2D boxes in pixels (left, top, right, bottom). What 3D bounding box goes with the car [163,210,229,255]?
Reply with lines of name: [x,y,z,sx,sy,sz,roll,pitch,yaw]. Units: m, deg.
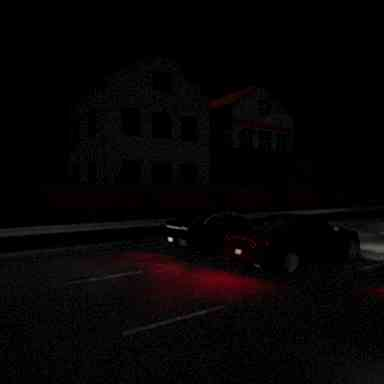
car: [1.202,1.451,13.204,4.902,1.511,2.128,0,0,-36]

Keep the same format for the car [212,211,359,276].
car: [3.254,1.437,10.369,5.008,1.535,1.882,0,0,-36]
